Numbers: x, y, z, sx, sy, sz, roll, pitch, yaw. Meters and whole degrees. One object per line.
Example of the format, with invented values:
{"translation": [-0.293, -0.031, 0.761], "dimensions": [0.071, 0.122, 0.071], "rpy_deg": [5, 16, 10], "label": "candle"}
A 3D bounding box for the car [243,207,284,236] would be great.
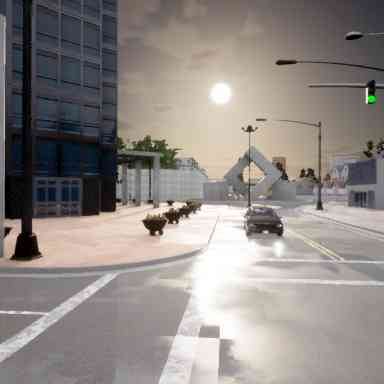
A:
{"translation": [3.848, 1.536, 18.552], "dimensions": [2.033, 1.411, 5.357], "rpy_deg": [0, 0, 7], "label": "car"}
